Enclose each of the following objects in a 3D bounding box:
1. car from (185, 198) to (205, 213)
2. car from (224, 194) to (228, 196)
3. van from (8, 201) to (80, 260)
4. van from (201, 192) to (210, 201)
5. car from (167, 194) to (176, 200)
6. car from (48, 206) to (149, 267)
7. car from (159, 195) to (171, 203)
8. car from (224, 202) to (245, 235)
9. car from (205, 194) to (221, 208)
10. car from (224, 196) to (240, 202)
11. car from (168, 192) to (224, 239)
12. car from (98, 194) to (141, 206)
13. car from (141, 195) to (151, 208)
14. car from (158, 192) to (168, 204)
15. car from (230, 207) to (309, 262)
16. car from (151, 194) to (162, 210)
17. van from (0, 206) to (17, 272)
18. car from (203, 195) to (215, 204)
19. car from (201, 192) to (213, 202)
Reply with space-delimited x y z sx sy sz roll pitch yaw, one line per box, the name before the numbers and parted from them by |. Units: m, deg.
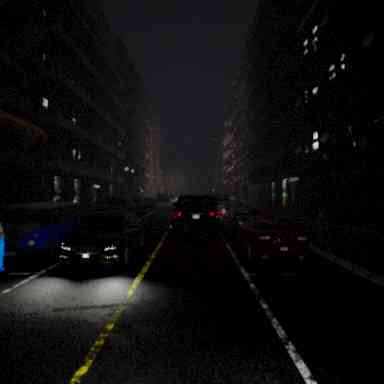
car | 0.272 1.384 34.600 1.895 1.301 4.718 0 0 0
car | 2.727 1.105 33.786 2.192 1.841 5.009 1 0 0
van | -5.235 1.256 11.766 1.690 1.788 3.998 2 0 0
van | 2.928 0.968 72.506 1.690 1.788 3.998 1 0 0
car | -4.895 1.187 78.134 1.802 1.307 4.206 1 0 0
car | -2.793 1.425 11.209 1.837 1.490 4.892 0 0 0
car | -4.980 1.202 61.540 1.887 1.381 4.507 1 0 0
car | 2.669 1.432 17.194 1.887 1.381 4.507 1 0 0
car | 2.782 1.174 44.850 1.967 1.590 4.097 1 0 0
car | 2.708 1.294 22.725 1.967 1.590 4.097 1 0 0
car | 0.183 1.110 16.606 2.150 2.045 5.566 0 0 0
car | -5.176 1.162 22.826 2.192 1.841 5.009 1 0 0
car | -5.147 1.130 28.356 2.192 1.841 5.009 1 0 0
car | -5.003 0.994 56.008 2.192 1.841 5.009 1 0 0
car | 2.640 1.466 11.664 1.887 1.381 4.507 1 0 0
car | -5.096 1.320 39.420 1.947 1.339 4.313 1 0 0
van | -5.263 1.292 6.234 1.690 1.788 3.998 2 0 0
car | 2.836 1.267 55.913 1.802 1.307 4.206 1 0 0
car | 2.900 0.960 66.974 2.192 1.841 5.009 1 0 0
